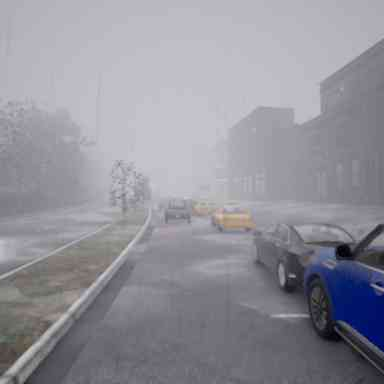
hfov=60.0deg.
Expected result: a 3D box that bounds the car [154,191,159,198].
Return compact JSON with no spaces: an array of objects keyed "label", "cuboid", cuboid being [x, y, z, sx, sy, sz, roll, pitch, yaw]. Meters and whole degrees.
[{"label":"car","cuboid":[-7.782,0.928,85.912,2.435,2.045,5.566,0,0,-10]}]

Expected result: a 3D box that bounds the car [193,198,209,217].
[{"label":"car","cuboid":[1.277,1.434,31.269,1.946,1.575,5.366,0,0,-6]}]

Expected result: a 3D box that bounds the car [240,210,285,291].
[{"label":"car","cuboid":[2.912,1.479,8.989,2.231,1.521,4.892,0,0,-1]}]

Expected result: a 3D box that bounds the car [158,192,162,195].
[{"label":"car","cuboid":[-5.853,1.294,74.958,2.002,1.452,4.674,0,0,-10]}]

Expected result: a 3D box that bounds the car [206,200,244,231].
[{"label":"car","cuboid":[2.294,1.457,20.297,1.946,1.575,5.366,0,0,-4]}]

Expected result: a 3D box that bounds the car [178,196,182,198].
[{"label":"car","cuboid":[-1.059,1.390,47.741,2.097,1.535,5.008,0,0,-9]}]

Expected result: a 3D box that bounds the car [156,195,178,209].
[{"label":"car","cuboid":[-3.312,1.479,42.767,1.994,1.385,4.181,0,0,-8]}]

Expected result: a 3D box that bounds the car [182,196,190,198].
[{"label":"car","cuboid":[0.420,1.450,38.258,2.163,1.488,4.792,0,0,-7]}]

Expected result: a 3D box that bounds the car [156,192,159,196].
[{"label":"car","cuboid":[-6.822,1.248,80.453,2.163,1.488,4.792,0,0,-10]}]

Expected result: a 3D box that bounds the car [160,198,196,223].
[{"label":"car","cuboid":[-1.180,1.456,25.418,2.128,1.511,4.902,0,0,-5]}]

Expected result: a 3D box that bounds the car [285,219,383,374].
[{"label":"car","cuboid":[3.029,1.229,3.442,2.435,2.045,5.566,0,0,-1]}]

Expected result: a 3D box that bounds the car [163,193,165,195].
[{"label":"car","cuboid":[-3.929,1.356,64.034,2.002,1.452,4.674,0,0,-10]}]

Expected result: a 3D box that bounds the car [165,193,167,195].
[{"label":"car","cuboid":[-2.966,1.344,58.567,2.231,1.521,4.892,0,0,-10]}]

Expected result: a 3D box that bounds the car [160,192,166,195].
[{"label":"car","cuboid":[-4.897,1.315,69.526,2.163,1.488,4.792,0,0,-10]}]
